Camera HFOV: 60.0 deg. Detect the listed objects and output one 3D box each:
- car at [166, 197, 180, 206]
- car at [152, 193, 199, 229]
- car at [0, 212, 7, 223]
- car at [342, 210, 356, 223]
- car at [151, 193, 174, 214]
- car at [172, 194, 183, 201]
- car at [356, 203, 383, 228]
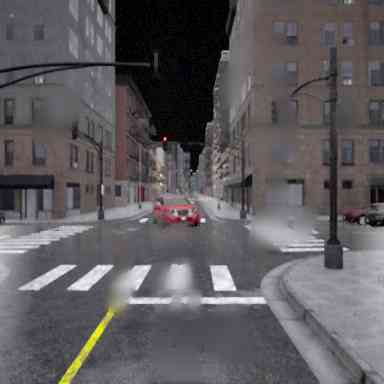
[{"bbox_3d":[-2.993,1.472,52.541,1.895,1.301,4.718,0,0,1],"label":"car"},{"bbox_3d":[-1.262,1.208,21.997,2.150,2.045,5.566,-1,0,-16],"label":"car"},{"bbox_3d":[-14.598,1.672,21.843,4.403,1.369,2.008,-1,0,0],"label":"car"},{"bbox_3d":[12.165,1.403,21.616,4.507,1.381,1.887,-1,0,0],"label":"car"},{"bbox_3d":[-3.072,1.143,35.981,2.150,2.045,5.566,0,1,-2],"label":"car"},{"bbox_3d":[-2.910,1.078,68.139,1.994,1.385,4.181,0,0,0],"label":"car"},{"bbox_3d":[12.448,1.326,18.871,5.008,1.535,1.882,-1,0,0],"label":"car"}]
